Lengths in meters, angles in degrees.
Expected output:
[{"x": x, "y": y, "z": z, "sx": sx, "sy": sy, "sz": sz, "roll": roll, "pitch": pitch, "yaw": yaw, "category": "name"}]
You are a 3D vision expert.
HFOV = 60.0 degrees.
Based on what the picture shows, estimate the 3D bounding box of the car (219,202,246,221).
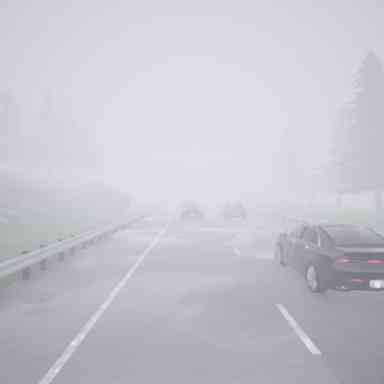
[{"x": 3.495, "y": 1.624, "z": 28.931, "sx": 2.128, "sy": 1.511, "sz": 4.902, "roll": 0, "pitch": 0, "yaw": -1, "category": "car"}]

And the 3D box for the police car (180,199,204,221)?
[{"x": -0.004, "y": 1.635, "z": 28.552, "sx": 2.038, "sy": 1.542, "sz": 4.974, "roll": 0, "pitch": 0, "yaw": -1, "category": "police car"}]

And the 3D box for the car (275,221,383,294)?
[{"x": 3.601, "y": 1.546, "z": 8.873, "sx": 1.837, "sy": 1.490, "sz": 4.892, "roll": 0, "pitch": 0, "yaw": 0, "category": "car"}]
